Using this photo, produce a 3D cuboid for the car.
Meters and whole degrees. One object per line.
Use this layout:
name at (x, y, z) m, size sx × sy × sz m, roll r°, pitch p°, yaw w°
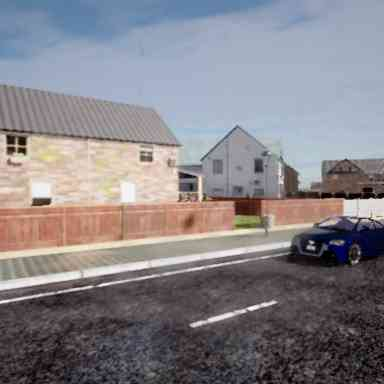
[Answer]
car at (5.309, 1.531, 11.465) m, size 4.181 × 1.385 × 1.994 m, roll 0°, pitch 0°, yaw -35°
